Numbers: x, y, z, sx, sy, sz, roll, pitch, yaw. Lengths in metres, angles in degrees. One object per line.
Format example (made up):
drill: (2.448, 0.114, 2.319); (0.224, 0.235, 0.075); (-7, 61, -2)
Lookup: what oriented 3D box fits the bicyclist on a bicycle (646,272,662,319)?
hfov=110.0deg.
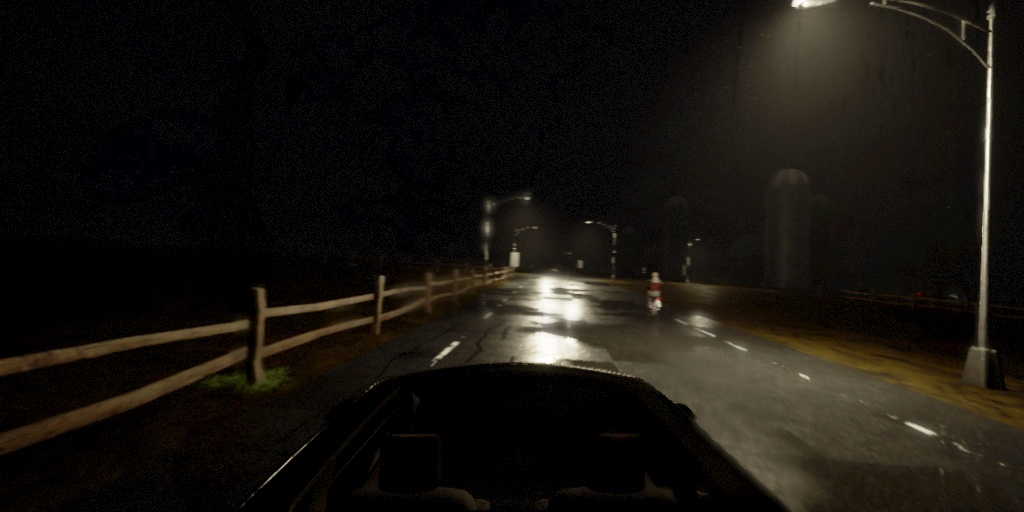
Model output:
bicyclist on a bicycle: (5.561, 1.527, 14.158); (0.659, 1.776, 1.843); (2, -1, 6)
